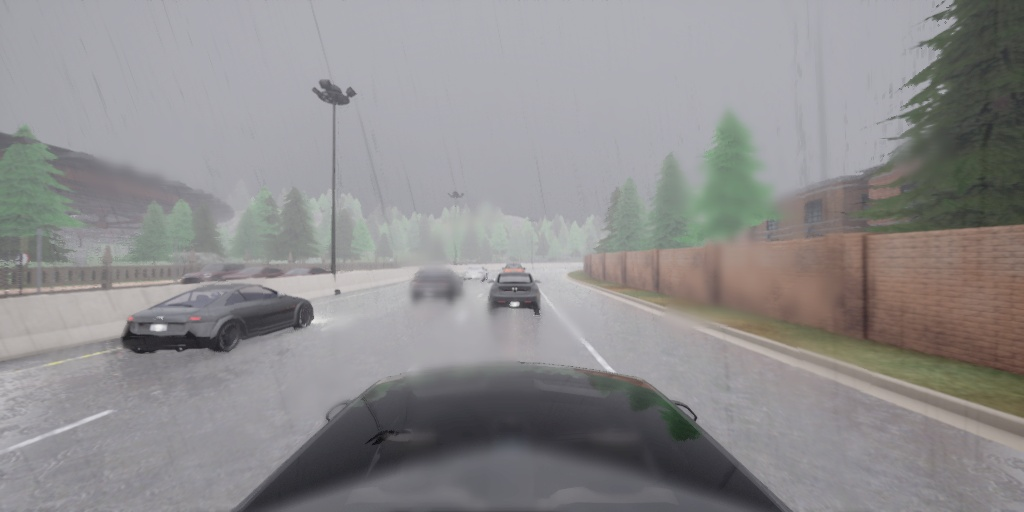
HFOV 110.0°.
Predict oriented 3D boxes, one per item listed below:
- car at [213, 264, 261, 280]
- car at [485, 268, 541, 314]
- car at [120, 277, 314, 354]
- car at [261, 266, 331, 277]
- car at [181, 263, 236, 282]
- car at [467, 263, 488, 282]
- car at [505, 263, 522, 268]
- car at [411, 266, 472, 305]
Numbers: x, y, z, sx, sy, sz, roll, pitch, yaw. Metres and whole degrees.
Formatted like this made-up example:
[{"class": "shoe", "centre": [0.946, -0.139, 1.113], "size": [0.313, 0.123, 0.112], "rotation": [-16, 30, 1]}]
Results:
[{"class": "car", "centre": [-17.561, 1.482, 24.883], "size": [1.882, 1.535, 5.008], "rotation": [0, -1, 0]}, {"class": "car", "centre": [0.103, 1.395, 14.482], "size": [1.837, 1.490, 4.892], "rotation": [0, -1, 0]}, {"class": "car", "centre": [-6.913, 1.395, 9.035], "size": [1.994, 1.385, 4.181], "rotation": [0, -1, 0]}, {"class": "car", "centre": [-14.067, 1.475, 24.215], "size": [1.882, 1.535, 5.008], "rotation": [0, -1, 0]}, {"class": "car", "centre": [-21.047, 1.367, 25.838], "size": [2.097, 1.767, 4.553], "rotation": [0, -1, 0]}, {"class": "car", "centre": [-3.314, 1.626, 33.575], "size": [1.812, 1.442, 4.674], "rotation": [0, -1, 1]}, {"class": "car", "centre": [0.174, 1.438, 32.277], "size": [2.097, 1.767, 4.553], "rotation": [0, -1, 1]}, {"class": "car", "centre": [-3.391, 1.411, 17.116], "size": [2.128, 1.511, 4.902], "rotation": [0, -1, 0]}]
